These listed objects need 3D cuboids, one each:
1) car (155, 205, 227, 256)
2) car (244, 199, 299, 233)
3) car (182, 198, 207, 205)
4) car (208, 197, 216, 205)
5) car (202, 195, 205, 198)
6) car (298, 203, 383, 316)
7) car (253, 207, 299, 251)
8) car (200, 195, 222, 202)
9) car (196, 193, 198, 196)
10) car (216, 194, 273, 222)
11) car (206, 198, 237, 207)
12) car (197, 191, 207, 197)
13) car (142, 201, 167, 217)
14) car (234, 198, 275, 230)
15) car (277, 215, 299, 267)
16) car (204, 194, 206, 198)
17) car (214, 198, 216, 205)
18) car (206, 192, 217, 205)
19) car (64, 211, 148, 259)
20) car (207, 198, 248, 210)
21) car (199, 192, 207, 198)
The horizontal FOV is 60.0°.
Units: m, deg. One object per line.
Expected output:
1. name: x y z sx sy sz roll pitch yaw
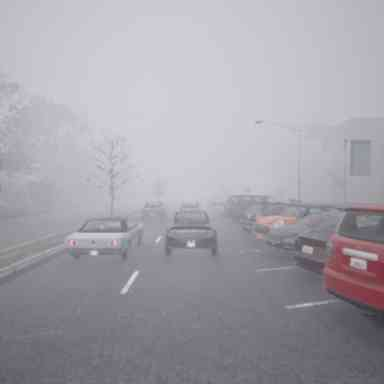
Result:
1. car: -0.019 1.485 13.105 2.128 1.511 4.902 0 0 0
2. car: 5.030 1.355 15.058 4.553 1.767 2.185 1 0 -20
3. car: -0.105 1.519 28.131 2.128 1.511 4.902 0 0 0
4. car: 4.720 1.530 32.986 5.366 1.575 1.946 1 0 -20
5. car: 4.782 1.701 57.083 4.792 1.488 2.163 1 0 -20
6. car: 5.076 1.231 6.060 5.566 2.045 2.435 1 0 -20
7. car: 5.021 1.481 12.048 4.892 1.521 2.231 1 0 -20
8. car: 4.594 1.594 81.080 4.792 1.488 2.163 1 1 -20
9. car: 4.525 1.488 93.085 4.792 1.488 2.163 1 1 -20
10. car: 4.972 1.246 24.071 5.566 2.045 2.435 1 -1 -20
11. car: 4.776 1.708 54.058 4.674 1.452 2.002 1 0 -20
12. car: 4.666 1.404 69.063 5.566 2.045 2.435 1 1 -20
13. car: -3.105 1.520 28.110 2.128 1.511 4.902 0 0 0
14. car: 4.950 1.357 18.044 4.553 1.767 2.185 1 0 -20
15. car: 5.056 1.510 9.064 4.792 1.488 2.163 1 0 -20
16. car: 4.823 1.527 51.070 4.553 1.767 2.185 1 0 -20
17. car: 5.084 1.521 30.122 5.366 1.575 1.946 1 -1 -20
18. car: 4.856 1.303 36.040 5.566 2.045 2.435 1 0 -20
19. car: -3.022 1.595 12.509 1.895 1.301 4.718 0 0 0
20. car: 4.818 1.617 45.058 5.008 1.535 2.097 1 -1 -20
21. car: 4.768 1.424 60.082 5.566 2.045 2.435 1 0 -20
